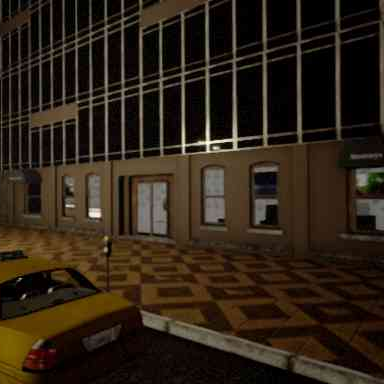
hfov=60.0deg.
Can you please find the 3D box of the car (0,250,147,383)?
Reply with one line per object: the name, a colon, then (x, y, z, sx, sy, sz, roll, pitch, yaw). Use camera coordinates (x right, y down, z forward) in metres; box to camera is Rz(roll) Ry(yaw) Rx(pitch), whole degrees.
car: (-2.837, 1.544, 4.911, 4.829, 1.417, 1.752, 0, 0, 36)
